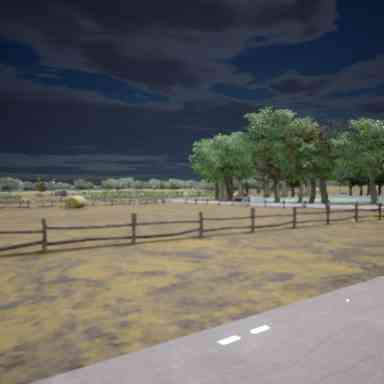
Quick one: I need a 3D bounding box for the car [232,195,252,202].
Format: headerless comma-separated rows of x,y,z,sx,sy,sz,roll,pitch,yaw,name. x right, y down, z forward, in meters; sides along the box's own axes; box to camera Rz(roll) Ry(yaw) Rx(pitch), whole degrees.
10.647,1.399,70.904,1.837,1.490,4.892,-3,1,-35,car
